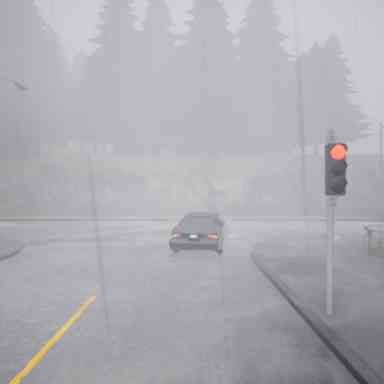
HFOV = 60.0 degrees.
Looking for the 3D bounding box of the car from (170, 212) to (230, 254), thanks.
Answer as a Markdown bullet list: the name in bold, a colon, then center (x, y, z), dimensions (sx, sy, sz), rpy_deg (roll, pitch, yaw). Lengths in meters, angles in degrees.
- **car**: center (0.454, 1.508, 13.466), dimensions (2.033, 1.411, 5.357), rpy_deg (0, 0, 9)
